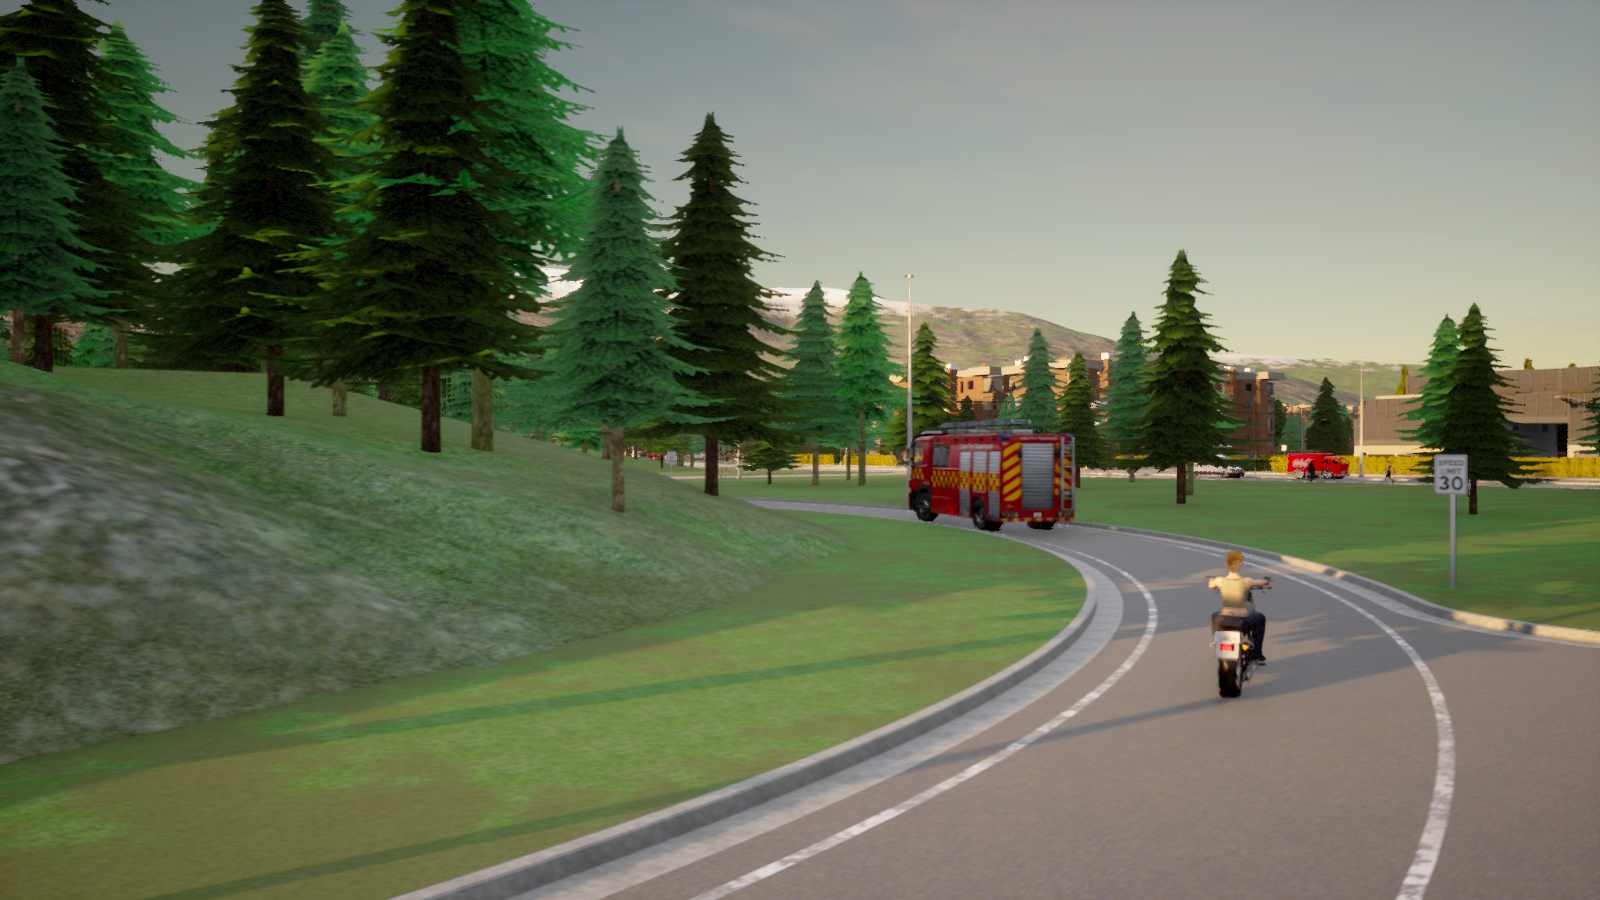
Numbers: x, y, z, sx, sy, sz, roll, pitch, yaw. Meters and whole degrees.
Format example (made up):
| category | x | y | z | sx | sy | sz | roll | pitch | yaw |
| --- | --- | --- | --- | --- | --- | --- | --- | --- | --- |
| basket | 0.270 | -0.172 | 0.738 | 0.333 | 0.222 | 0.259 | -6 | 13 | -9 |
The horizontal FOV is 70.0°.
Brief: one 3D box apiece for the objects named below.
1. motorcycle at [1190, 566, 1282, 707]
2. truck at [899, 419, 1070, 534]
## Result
| category | x | y | z | sx | sy | sz | roll | pitch | yaw |
| --- | --- | --- | --- | --- | --- | --- | --- | --- | --- |
| motorcycle | 5.258 | 2.154 | 13.684 | 0.764 | 1.307 | 2.356 | -1 | -1 | 27 |
| truck | 6.586 | 0.889 | 42.531 | 2.891 | 3.827 | 8.468 | 0 | 0 | -16 |
